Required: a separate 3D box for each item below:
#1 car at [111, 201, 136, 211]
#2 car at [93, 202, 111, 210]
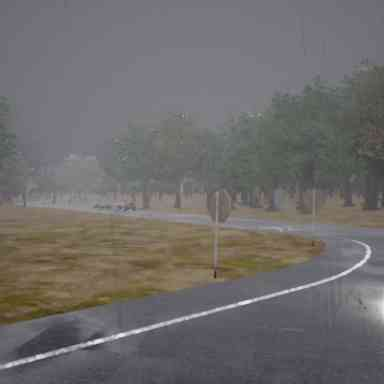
[{"bbox_3d":[-10.288,2.212,51.449,1.837,1.490,4.892,2,-2,-34],"label":"car"},{"bbox_3d":[-16.189,2.424,59.955,2.033,1.411,5.357,2,-2,-35],"label":"car"}]
